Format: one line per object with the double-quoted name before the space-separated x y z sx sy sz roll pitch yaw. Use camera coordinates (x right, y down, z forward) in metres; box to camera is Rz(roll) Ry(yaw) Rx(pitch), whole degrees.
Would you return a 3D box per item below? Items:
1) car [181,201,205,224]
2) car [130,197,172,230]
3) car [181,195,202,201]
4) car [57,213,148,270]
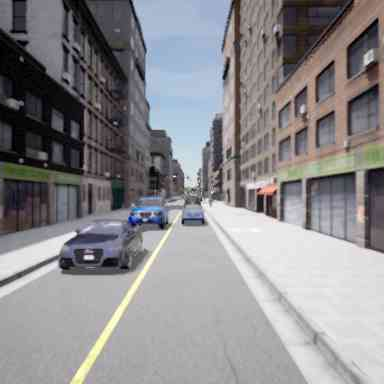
"car" 0.083 1.696 26.339 2.033 1.411 5.357 0 0 0
"car" -2.783 1.353 22.674 2.150 2.045 5.566 0 -1 0
"car" 0.066 1.489 44.104 2.150 2.045 5.566 0 0 0
"car" -2.844 1.624 11.155 1.994 1.385 4.181 0 0 0
